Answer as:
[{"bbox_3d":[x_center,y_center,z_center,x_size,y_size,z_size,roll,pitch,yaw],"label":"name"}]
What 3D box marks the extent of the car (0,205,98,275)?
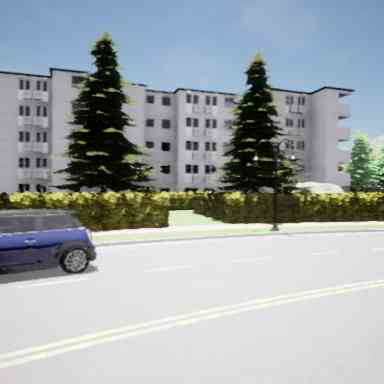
[{"bbox_3d":[-4.942,1.261,8.737,4.553,1.767,2.097,0,0,-32],"label":"car"}]
